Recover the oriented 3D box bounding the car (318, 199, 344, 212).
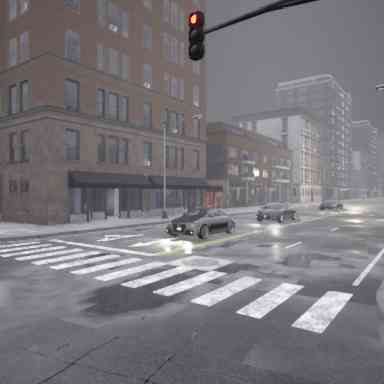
[{"bbox_3d":[16.681,1.570,39.622,2.033,1.411,5.357,0,0,36],"label":"car"}]

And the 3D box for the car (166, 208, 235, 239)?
[{"bbox_3d":[0.551,1.569,17.392,1.994,1.385,4.181,0,0,36],"label":"car"}]

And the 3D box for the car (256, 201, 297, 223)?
[{"bbox_3d":[6.643,1.513,25.810,1.837,1.490,4.892,0,0,36],"label":"car"}]
